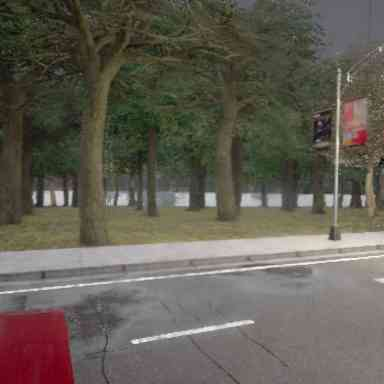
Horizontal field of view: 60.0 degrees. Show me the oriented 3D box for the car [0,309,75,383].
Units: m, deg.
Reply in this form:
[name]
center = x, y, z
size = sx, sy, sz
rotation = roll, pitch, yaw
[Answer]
[car]
center = -3.258, 1.534, 2.154
size = 4.718, 1.301, 1.895
rotation = 1, 0, -23
